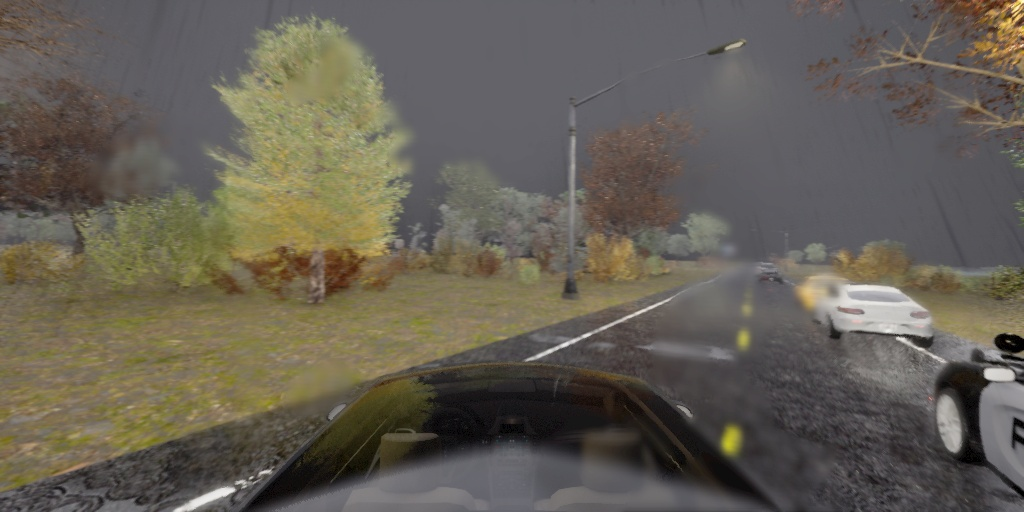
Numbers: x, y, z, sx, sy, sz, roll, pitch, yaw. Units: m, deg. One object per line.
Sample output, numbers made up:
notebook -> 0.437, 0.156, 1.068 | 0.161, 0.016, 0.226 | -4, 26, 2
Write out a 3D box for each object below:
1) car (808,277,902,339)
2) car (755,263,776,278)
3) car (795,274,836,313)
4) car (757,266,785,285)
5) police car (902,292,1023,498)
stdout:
car -> 9.950, 1.513, 10.176 | 1.812, 1.442, 4.674 | 0, -1, 34
car -> 32.704, 1.950, 46.024 | 2.150, 2.045, 5.566 | 0, -1, 34
car -> 13.395, 1.552, 15.318 | 1.801, 1.575, 5.366 | 0, -1, 34
car -> 25.973, 2.024, 35.908 | 1.837, 1.490, 4.892 | 0, -1, 34
police car -> 4.461, 1.236, 1.959 | 1.930, 1.638, 5.238 | 0, -1, 34
